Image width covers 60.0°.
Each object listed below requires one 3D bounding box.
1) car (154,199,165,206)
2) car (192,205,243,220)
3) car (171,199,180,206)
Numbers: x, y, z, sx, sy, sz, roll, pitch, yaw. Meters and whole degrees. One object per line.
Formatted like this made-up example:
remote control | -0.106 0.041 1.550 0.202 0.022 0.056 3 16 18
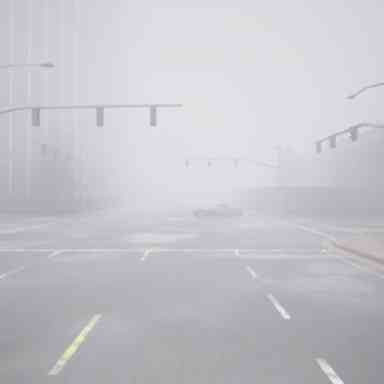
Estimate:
car | -7.027 2.224 72.218 1.994 1.385 4.181 0 -1 0
car | 2.330 1.893 31.649 4.718 1.301 1.895 0 -1 0
car | -3.527 2.211 72.219 2.033 1.411 5.357 0 -1 0
